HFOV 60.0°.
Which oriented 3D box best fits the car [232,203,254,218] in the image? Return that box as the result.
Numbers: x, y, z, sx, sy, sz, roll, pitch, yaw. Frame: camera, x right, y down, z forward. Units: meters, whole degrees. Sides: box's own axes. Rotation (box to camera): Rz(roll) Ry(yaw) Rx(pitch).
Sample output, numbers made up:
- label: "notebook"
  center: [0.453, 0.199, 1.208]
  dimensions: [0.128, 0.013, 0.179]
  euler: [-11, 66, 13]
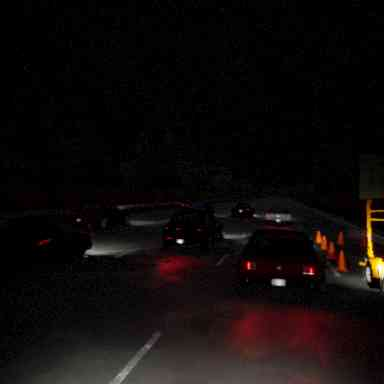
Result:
- label: "car"
  center: [5.272, 1.831, 34.330]
  dimensions: [1.994, 1.385, 4.181]
  euler: [2, 0, 14]

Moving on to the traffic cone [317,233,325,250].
- label: "traffic cone"
  center: [5.681, 2.169, 14.298]
  dimensions: [0.340, 0.580, 0.340]
  euler: [2, 0, 14]

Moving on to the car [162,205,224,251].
- label: "car"
  center: [0.173, 1.559, 14.558]
  dimensions: [1.837, 1.490, 4.892]
  euler: [2, 0, 14]

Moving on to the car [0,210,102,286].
- label: "car"
  center: [-4.860, 1.435, 9.092]
  dimensions: [2.033, 1.411, 5.357]
  euler: [2, 0, 15]

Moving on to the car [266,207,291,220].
- label: "car"
  center: [7.134, 1.900, 27.552]
  dimensions: [1.895, 1.301, 4.718]
  euler: [2, 0, 14]

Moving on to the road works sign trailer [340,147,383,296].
- label: "road works sign trailer"
  center: [5.629, 0.599, 8.848]
  dimensions: [2.380, 3.560, 2.880]
  euler: [-1, -1, 12]

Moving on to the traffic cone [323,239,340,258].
- label: "traffic cone"
  center: [5.181, 2.148, 12.361]
  dimensions: [0.340, 0.580, 0.340]
  euler: [2, 0, 14]

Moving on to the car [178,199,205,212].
- label: "car"
  center: [0.057, 1.686, 42.128]
  dimensions: [2.033, 1.411, 5.357]
  euler: [2, 0, 14]

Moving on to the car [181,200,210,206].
- label: "car"
  center: [0.825, 1.603, 31.092]
  dimensions: [1.882, 1.535, 5.008]
  euler: [2, 0, 14]

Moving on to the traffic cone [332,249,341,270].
- label: "traffic cone"
  center: [4.682, 2.127, 10.425]
  dimensions: [0.340, 0.580, 0.340]
  euler: [2, 0, 14]

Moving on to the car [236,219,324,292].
- label: "car"
  center: [2.451, 1.704, 9.391]
  dimensions: [1.895, 1.301, 4.718]
  euler: [2, 0, 14]

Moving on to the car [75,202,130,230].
- label: "car"
  center: [-5.535, 1.381, 20.441]
  dimensions: [1.882, 1.535, 5.008]
  euler: [2, 0, 14]

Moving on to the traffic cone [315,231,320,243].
- label: "traffic cone"
  center: [6.180, 2.190, 16.234]
  dimensions: [0.340, 0.580, 0.340]
  euler: [2, 0, 14]
